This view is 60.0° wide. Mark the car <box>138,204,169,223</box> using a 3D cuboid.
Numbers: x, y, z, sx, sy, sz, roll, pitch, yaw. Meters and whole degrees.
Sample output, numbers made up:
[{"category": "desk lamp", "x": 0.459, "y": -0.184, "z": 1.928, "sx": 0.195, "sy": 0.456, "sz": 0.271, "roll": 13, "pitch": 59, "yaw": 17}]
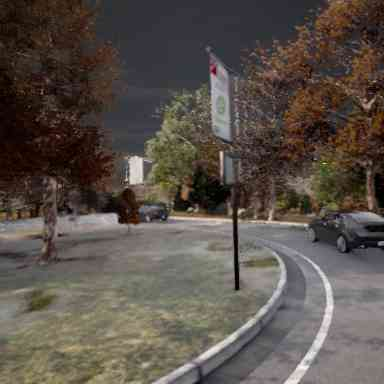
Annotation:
[{"category": "car", "x": -3.938, "y": 1.902, "z": 29.901, "sx": 1.837, "sy": 1.490, "sz": 4.892, "roll": -3, "pitch": 0, "yaw": -39}]

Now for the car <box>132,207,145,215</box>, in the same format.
[{"category": "car", "x": -12.231, "y": 4.391, "z": 76.086, "sx": 2.128, "sy": 1.511, "sz": 4.902, "roll": -2, "pitch": -5, "yaw": 1}]

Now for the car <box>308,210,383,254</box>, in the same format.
[{"category": "car", "x": 6.393, "y": 1.518, "z": 13.729, "sx": 1.837, "sy": 1.490, "sz": 4.892, "roll": 0, "pitch": 0, "yaw": -2}]

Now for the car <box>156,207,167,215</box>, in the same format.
[{"category": "car", "x": -8.466, "y": 5.285, "z": 92.698, "sx": 2.150, "sy": 2.045, "sz": 5.566, "roll": -2, "pitch": -5, "yaw": 2}]

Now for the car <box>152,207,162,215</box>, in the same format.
[{"category": "car", "x": -8.639, "y": 4.678, "z": 82.618, "sx": 2.097, "sy": 1.767, "sz": 4.553, "roll": -2, "pitch": -5, "yaw": 1}]
